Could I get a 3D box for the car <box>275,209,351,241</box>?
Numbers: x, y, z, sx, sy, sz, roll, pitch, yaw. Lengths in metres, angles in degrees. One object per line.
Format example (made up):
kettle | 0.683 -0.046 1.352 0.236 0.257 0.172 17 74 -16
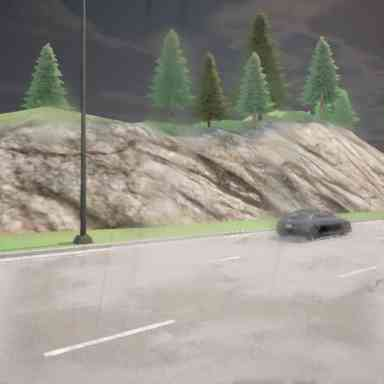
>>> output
car | 6.157 1.564 16.756 4.181 1.385 1.994 0 0 -36
